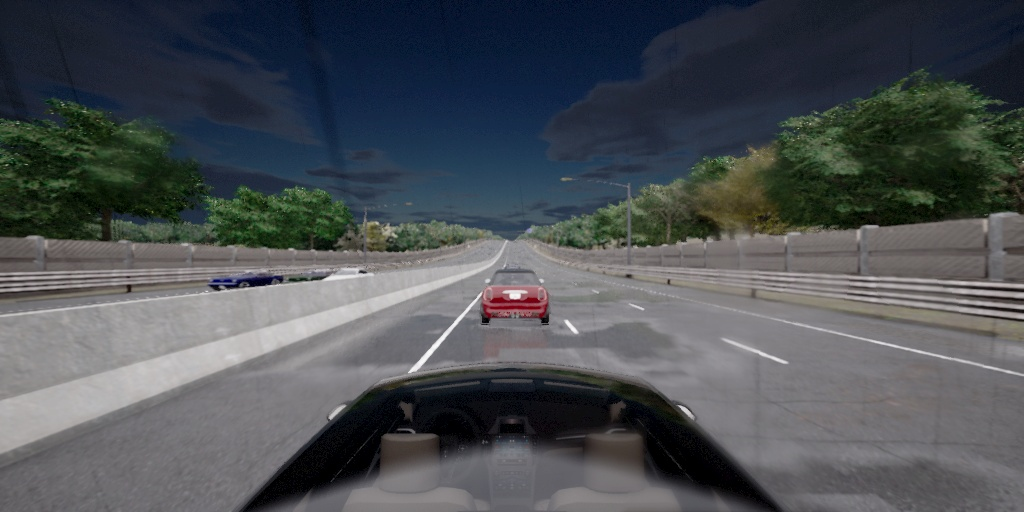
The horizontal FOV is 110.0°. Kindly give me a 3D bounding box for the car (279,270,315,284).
[{"bbox_3d":[-14.076,1.623,25.792,1.895,1.301,4.718,0,-1,0],"label":"car"}]

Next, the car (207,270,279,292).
[{"bbox_3d":[-17.588,1.602,23.956,1.895,1.301,4.718,0,-1,0],"label":"car"}]

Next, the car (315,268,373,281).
[{"bbox_3d":[-10.590,1.520,23.530,1.812,1.442,4.674,0,-1,0],"label":"car"}]

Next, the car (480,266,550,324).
[{"bbox_3d":[0.091,1.216,12.598,2.097,1.767,4.553,0,-1,0],"label":"car"}]
